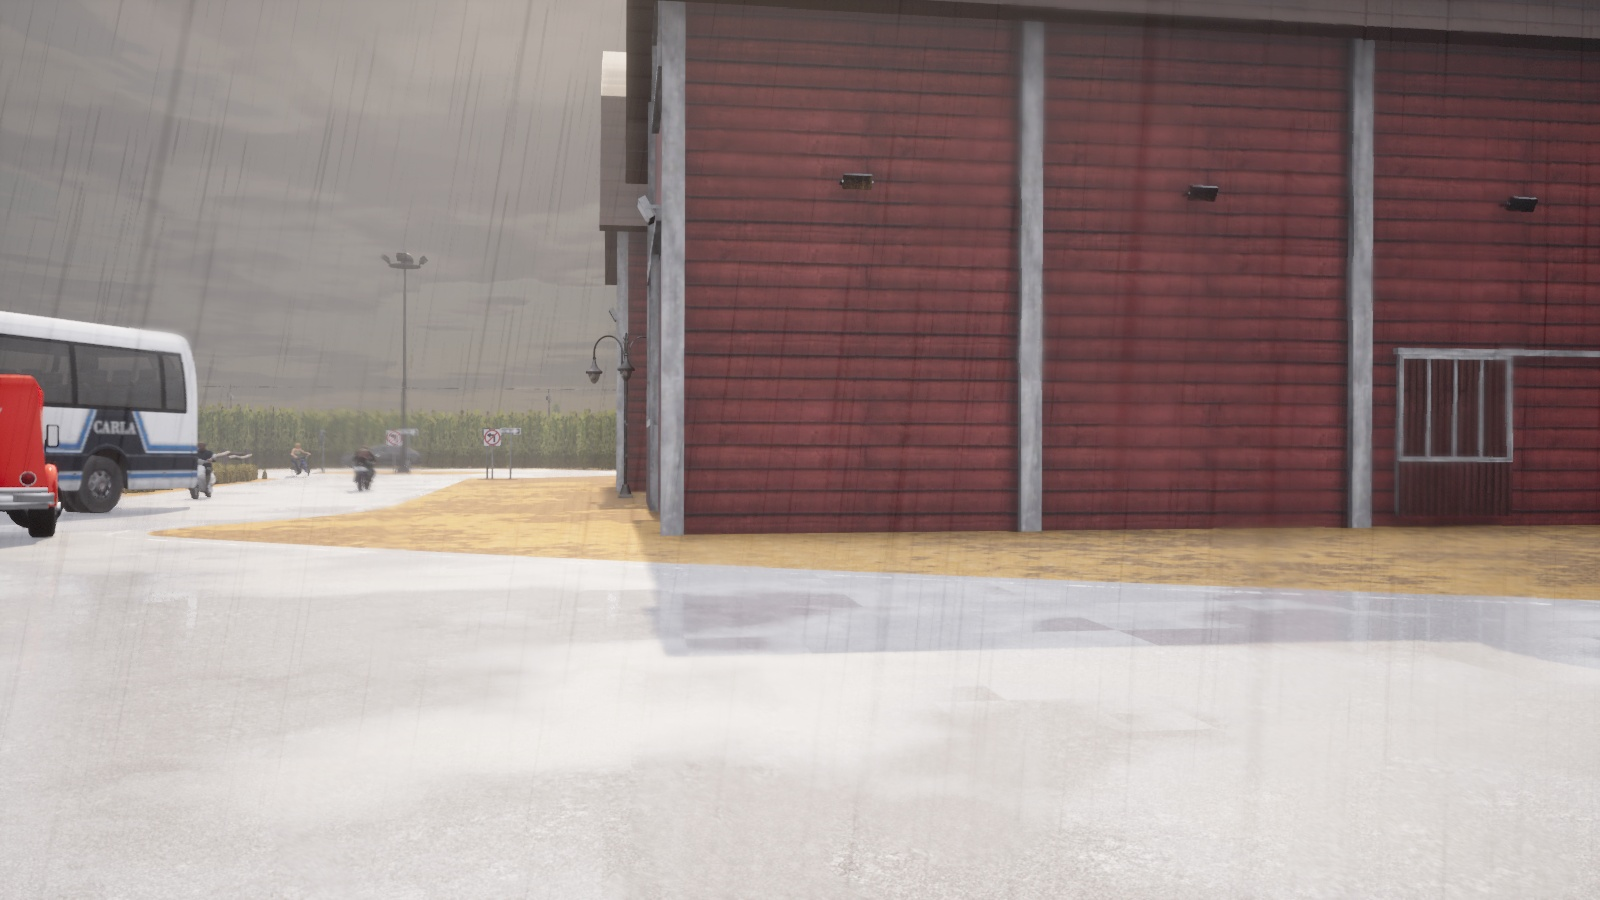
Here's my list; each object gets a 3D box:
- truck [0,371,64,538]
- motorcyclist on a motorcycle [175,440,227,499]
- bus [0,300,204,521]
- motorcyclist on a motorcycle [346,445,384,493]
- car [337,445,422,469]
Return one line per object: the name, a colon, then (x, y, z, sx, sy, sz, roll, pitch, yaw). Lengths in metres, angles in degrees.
truck: (-13.581, 0.110, 20.514, 2.627, 2.467, 5.204, 0, -1, -30)
motorcyclist on a motorcycle: (-16.601, 0.533, 34.840, 0.866, 1.590, 1.817, 0, 0, -11)
bus: (-17.185, -0.780, 24.911, 3.944, 4.253, 10.273, 1, 0, 15)
motorcyclist on a motorcycle: (-14.286, 0.612, 41.305, 0.866, 1.530, 2.191, 0, 0, -11)
car: (-25.954, 0.432, 77.588, 4.892, 1.490, 1.837, 0, 0, -18)
